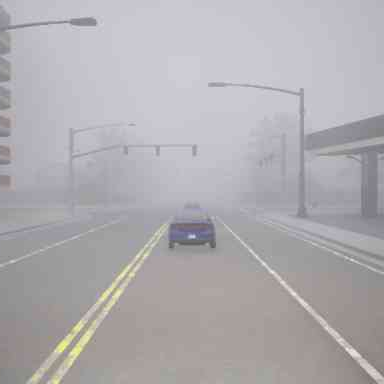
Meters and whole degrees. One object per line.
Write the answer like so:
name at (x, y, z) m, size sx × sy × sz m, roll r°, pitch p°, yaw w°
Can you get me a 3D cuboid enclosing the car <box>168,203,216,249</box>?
car at (0.000, 1.484, 14.650) m, size 1.882 × 1.535 × 5.008 m, roll 0°, pitch 0°, yaw 0°
